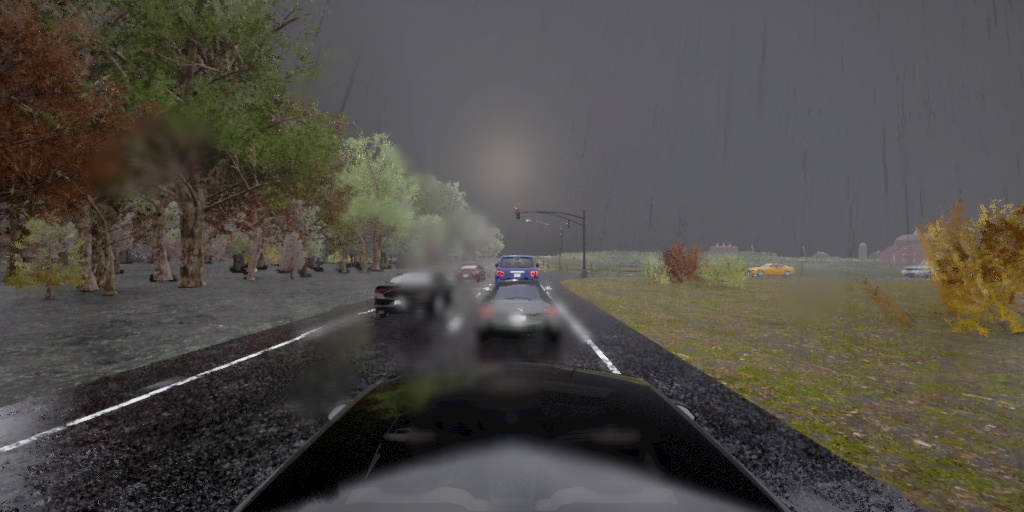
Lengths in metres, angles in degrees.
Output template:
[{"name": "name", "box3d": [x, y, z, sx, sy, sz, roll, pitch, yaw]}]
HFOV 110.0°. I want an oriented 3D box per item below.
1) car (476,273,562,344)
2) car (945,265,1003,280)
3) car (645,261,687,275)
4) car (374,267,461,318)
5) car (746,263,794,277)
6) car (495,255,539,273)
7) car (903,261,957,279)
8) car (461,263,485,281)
[{"name": "car", "box3d": [0.173, 1.316, 9.637, 1.994, 1.385, 4.181, 0, 0, 1]}, {"name": "car", "box3d": [49.460, 1.848, 37.921, 4.181, 1.385, 1.994, 1, -1, 2]}, {"name": "car", "box3d": [18.049, 1.354, 42.046, 4.553, 1.767, 2.097, 1, -1, 2]}, {"name": "car", "box3d": [-3.290, 1.230, 13.047, 1.882, 1.535, 5.008, 0, 0, 1]}, {"name": "car", "box3d": [30.012, 1.610, 41.829, 5.008, 1.535, 1.882, 0, -1, 1]}, {"name": "car", "box3d": [0.272, 0.976, 19.050, 2.150, 2.045, 5.566, 0, 0, 1]}, {"name": "car", "box3d": [48.878, 1.561, 41.507, 5.566, 2.045, 2.150, 1, -1, 1]}, {"name": "car", "box3d": [-3.144, 1.281, 27.737, 1.812, 1.442, 4.674, 0, 0, 1]}]
